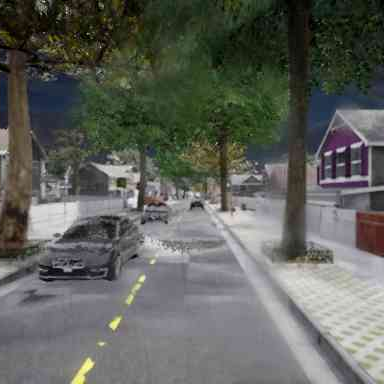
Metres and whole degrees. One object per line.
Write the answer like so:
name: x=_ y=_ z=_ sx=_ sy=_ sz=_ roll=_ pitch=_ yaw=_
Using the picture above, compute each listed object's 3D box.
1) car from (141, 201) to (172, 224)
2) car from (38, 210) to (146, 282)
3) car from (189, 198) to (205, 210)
car: x=-2.516 y=1.491 z=24.450 sx=1.837 sy=1.490 sz=4.892 roll=0 pitch=0 yaw=1
car: x=-2.735 y=1.492 z=9.853 sx=1.837 sy=1.490 sz=4.892 roll=0 pitch=0 yaw=1
car: x=0.671 y=1.574 z=44.094 sx=1.837 sy=1.490 sz=4.892 roll=0 pitch=0 yaw=1
